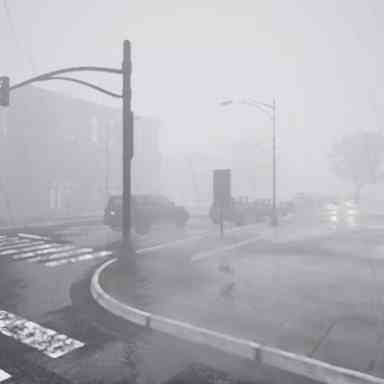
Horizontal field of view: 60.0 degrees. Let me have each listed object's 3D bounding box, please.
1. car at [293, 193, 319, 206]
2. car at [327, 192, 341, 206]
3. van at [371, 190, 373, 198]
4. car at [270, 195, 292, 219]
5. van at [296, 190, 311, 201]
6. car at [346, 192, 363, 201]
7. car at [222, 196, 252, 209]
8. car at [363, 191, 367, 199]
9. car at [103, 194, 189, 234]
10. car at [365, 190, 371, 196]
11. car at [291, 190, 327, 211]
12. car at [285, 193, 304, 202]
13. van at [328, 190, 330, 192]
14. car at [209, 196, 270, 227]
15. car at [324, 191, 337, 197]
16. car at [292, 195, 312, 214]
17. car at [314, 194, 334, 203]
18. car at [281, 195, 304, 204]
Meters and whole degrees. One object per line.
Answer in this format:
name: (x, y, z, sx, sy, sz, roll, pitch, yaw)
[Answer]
car: (15.282, 1.012, 44.409, 1.882, 1.535, 5.008, 0, 1, 35)
car: (18.737, 1.080, 44.761, 1.947, 1.339, 4.313, 1, 1, 35)
van: (40.767, 0.380, 76.697, 1.690, 1.788, 3.998, 1, 1, 35)
car: (6.150, 1.219, 26.507, 1.967, 1.590, 4.097, 1, 1, 35)
van: (21.273, 0.632, 63.192, 1.690, 1.788, 3.998, 1, 1, 35)
car: (28.177, 0.863, 58.448, 2.008, 1.369, 4.403, 1, 1, 35)
car: (5.537, 1.191, 40.383, 1.947, 1.339, 4.313, 1, 1, 35)
car: (31.324, 0.826, 63.012, 1.802, 1.307, 4.206, 1, 1, 35)
car: (-2.432, 1.126, 18.819, 2.150, 2.045, 5.566, 0, 1, 35)
car: (34.568, 0.699, 67.714, 1.752, 1.417, 4.829, 1, 1, 35)
car: (12.445, 0.962, 35.631, 2.192, 1.841, 5.009, 1, 1, 35)
car: (18.029, 0.886, 58.493, 1.752, 1.417, 4.829, 1, 1, 35)
van: (30.713, 0.427, 76.880, 1.690, 1.788, 3.998, 1, 1, 35)
car: (3.003, 1.160, 21.942, 2.192, 1.841, 5.009, 1, 1, 35)
car: (33.859, 0.568, 81.447, 2.008, 1.369, 4.403, 1, 1, 35)
car: (9.296, 1.264, 31.073, 2.008, 1.369, 4.403, 1, 1, 35)
car: (20.866, 1.015, 52.603, 1.895, 1.301, 4.718, 0, 1, 35)
car: (15.051, 1.079, 49.455, 1.895, 1.301, 4.718, 0, 1, 35)
